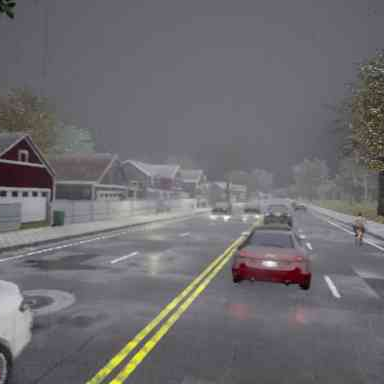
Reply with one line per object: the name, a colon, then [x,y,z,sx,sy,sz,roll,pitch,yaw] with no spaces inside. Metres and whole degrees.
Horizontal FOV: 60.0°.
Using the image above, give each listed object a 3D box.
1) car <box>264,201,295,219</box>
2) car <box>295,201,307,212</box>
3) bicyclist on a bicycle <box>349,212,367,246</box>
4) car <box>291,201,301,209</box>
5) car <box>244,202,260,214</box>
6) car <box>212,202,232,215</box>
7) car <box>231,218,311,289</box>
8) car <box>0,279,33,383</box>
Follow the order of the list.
car: [6.994,1.777,26.984,2.097,1.767,4.553,2,0,15]
car: [17.949,2.509,55.167,1.812,1.442,4.674,2,0,15]
bicyclist on a bicycle: [8.362,1.819,16.663,0.866,1.612,1.509,2,0,15]
car: [22.003,2.726,70.646,1.837,1.490,4.892,2,0,15]
car: [7.971,2.071,43.879,1.882,1.535,5.008,2,-1,15]
car: [3.721,1.916,40.603,1.882,1.535,5.008,2,-1,15]
car: [2.377,1.712,9.860,1.994,1.385,4.181,2,0,15]
car: [-3.230,1.447,2.306,1.812,1.442,4.674,2,0,15]
